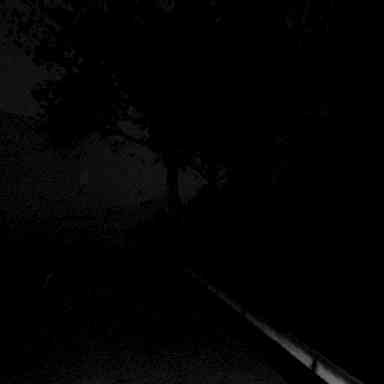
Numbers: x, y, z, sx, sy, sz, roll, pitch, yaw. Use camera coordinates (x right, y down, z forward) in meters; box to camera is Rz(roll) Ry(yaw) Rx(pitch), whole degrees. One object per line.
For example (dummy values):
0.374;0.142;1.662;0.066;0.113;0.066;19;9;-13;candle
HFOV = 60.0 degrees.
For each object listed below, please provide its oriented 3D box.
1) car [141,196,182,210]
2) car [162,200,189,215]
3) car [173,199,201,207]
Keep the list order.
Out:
-4.929;1.627;50.117;5.566;2.045;2.435;0;0;21;car
-1.247;1.943;38.093;1.895;1.301;4.718;0;0;21;car
-0.855;1.999;60.658;4.674;1.452;2.002;0;0;21;car
